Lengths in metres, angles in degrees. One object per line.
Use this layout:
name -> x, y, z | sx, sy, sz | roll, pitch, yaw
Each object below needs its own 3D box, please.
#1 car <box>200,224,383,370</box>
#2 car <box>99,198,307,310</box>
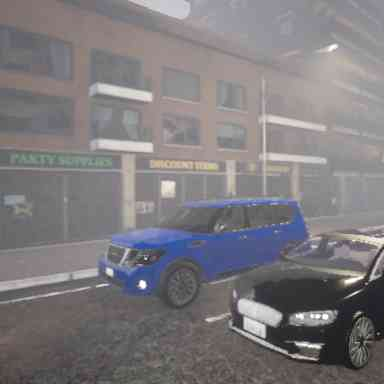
car -> 2.775, 1.455, 5.726 | 4.902, 1.511, 2.128 | -1, 0, -36
car -> 0.614, 1.197, 8.168 | 5.566, 2.045, 2.150 | 0, 0, -36
